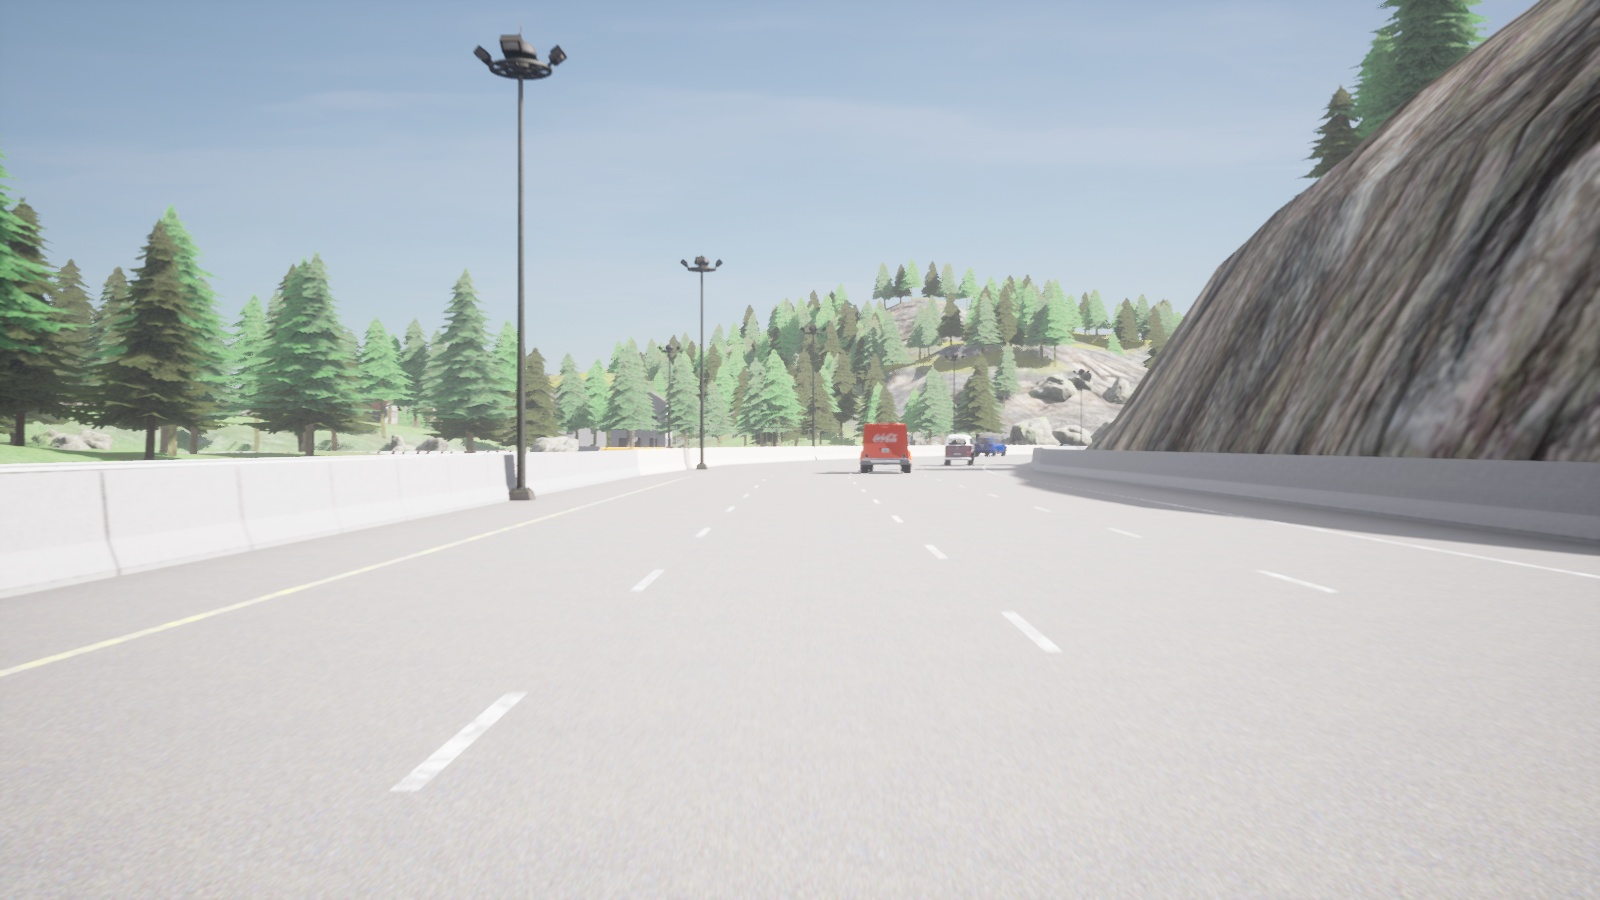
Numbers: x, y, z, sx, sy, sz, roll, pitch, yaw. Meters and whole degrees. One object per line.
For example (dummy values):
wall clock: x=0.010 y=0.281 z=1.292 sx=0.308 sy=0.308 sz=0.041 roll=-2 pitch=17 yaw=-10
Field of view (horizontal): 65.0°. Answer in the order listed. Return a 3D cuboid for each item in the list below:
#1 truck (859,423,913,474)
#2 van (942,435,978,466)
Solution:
truck: x=4.420 y=-0.092 z=63.912 sx=2.627 sy=2.467 sz=5.204 roll=0 pitch=0 yaw=5
van: x=10.649 y=0.014 z=83.487 sx=2.069 sy=2.038 sz=4.480 roll=0 pitch=0 yaw=11
